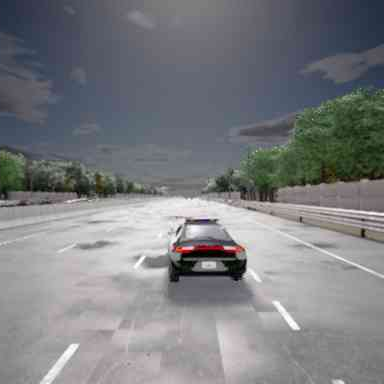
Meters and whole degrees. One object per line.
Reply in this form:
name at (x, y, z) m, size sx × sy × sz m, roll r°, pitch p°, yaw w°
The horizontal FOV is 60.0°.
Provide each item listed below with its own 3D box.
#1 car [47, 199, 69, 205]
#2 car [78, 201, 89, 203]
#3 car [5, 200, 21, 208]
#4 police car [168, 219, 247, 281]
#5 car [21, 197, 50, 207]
car at (-21.065, 2.157, 53.718) m, size 1.895 × 1.301 × 4.718 m, roll 0°, pitch -1°, yaw 0°
car at (-17.567, 2.127, 54.312) m, size 1.994 × 1.385 × 4.181 m, roll 0°, pitch -1°, yaw 0°
car at (-28.055, 2.031, 53.563) m, size 1.882 × 1.535 × 5.008 m, roll 0°, pitch -1°, yaw 1°
police car at (0.264, 1.603, 10.328) m, size 2.038 × 1.542 × 4.974 m, roll 0°, pitch -1°, yaw -4°
car at (-24.561, 1.775, 53.530) m, size 2.150 × 2.045 × 5.566 m, roll 0°, pitch -1°, yaw 1°
